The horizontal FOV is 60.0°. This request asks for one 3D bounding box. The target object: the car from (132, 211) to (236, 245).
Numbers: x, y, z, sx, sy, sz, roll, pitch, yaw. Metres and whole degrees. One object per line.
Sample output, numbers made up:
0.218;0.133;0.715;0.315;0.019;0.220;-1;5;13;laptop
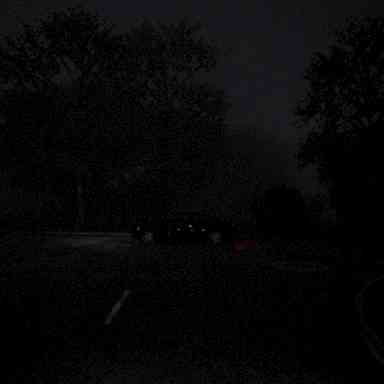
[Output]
-0.384;1.668;16.060;5.008;1.535;1.882;1;-1;0;car
